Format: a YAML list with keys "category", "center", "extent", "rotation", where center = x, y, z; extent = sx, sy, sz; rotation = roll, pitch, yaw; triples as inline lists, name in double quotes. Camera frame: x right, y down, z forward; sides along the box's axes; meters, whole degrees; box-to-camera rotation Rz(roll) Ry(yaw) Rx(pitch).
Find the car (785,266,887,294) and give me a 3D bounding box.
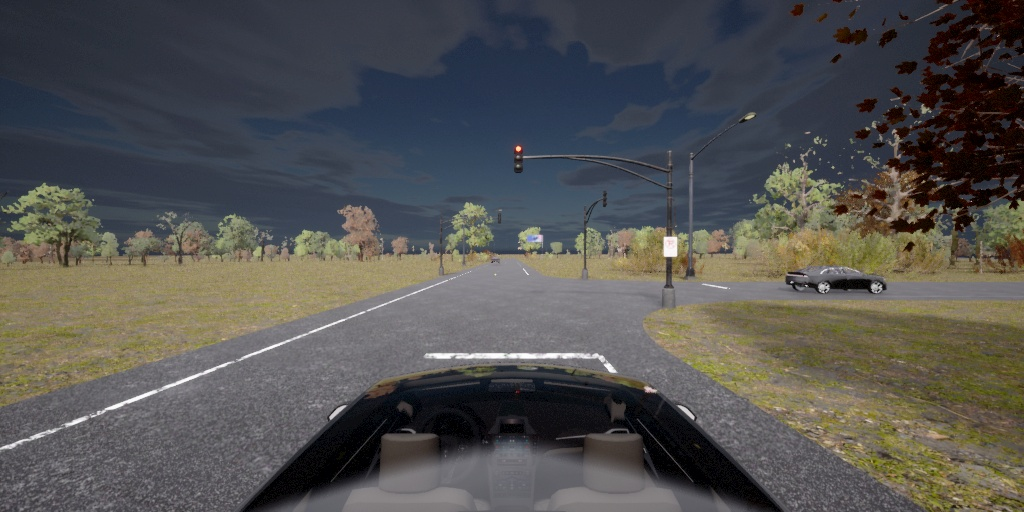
- category: "car"
  center: [18.329, 1.309, 20.360]
  extent: [4.902, 1.511, 2.128]
  rotation: [0, 1, 0]
